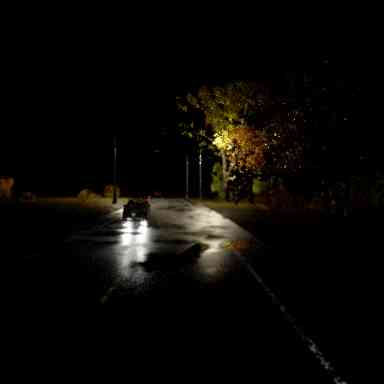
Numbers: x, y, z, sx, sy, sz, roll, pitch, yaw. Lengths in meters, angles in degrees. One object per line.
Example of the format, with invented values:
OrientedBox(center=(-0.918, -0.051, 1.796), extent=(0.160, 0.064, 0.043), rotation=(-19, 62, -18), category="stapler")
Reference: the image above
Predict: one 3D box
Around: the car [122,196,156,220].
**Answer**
OrientedBox(center=(-4.227, 1.300, 25.862), extent=(2.128, 1.511, 4.902), rotation=(0, 0, -3), category="car")
